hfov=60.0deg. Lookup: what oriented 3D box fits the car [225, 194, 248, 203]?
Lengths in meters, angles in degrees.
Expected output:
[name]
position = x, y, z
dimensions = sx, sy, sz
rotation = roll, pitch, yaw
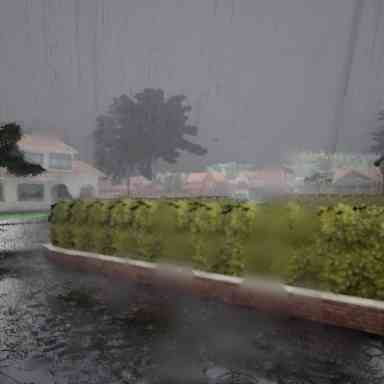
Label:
[car]
position = 5.395, 1.220, 43.865
dimensions = 2.150, 2.045, 5.566
rotation = 0, 0, 36
